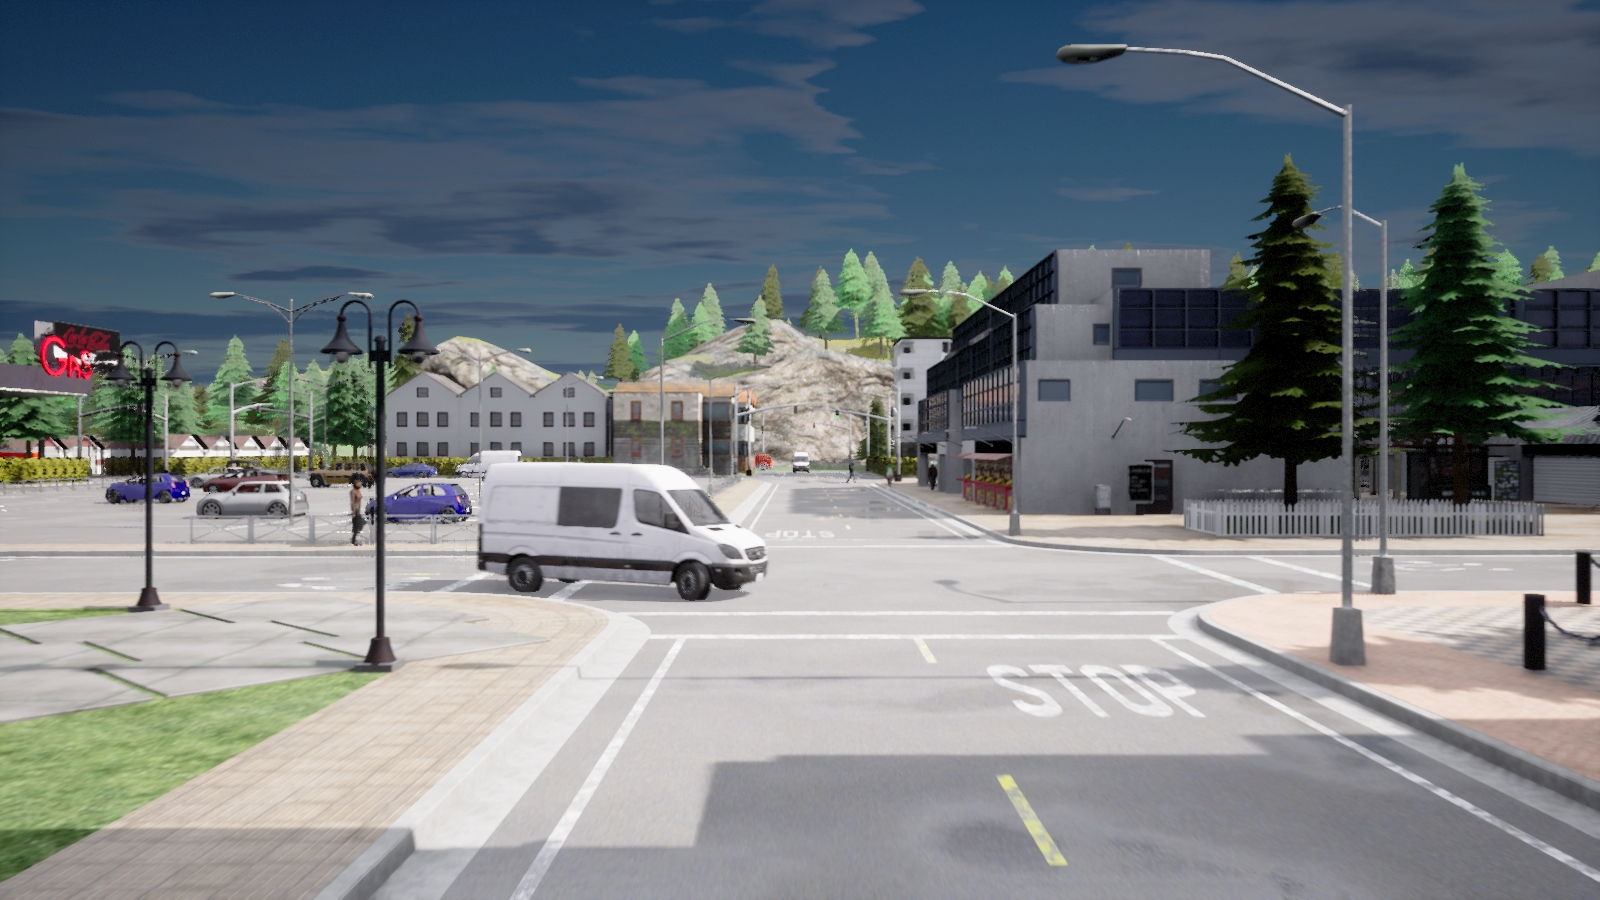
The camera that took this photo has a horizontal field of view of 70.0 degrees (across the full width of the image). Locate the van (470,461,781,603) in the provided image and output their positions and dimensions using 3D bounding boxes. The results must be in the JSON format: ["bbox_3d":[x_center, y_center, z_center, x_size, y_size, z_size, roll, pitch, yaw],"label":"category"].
[{"bbox_3d":[-3.498,1.528,22.843,5.915,2.561,1.988,0,-1,20],"label":"van"}]

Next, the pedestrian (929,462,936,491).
[{"bbox_3d":[8.488,1.676,73.212,0.375,1.860,0.375,0,0,0],"label":"pedestrian"}]

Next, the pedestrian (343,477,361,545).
[{"bbox_3d":[-12.402,1.690,31.639,0.375,1.860,0.375,0,0,0],"label":"pedestrian"}]
